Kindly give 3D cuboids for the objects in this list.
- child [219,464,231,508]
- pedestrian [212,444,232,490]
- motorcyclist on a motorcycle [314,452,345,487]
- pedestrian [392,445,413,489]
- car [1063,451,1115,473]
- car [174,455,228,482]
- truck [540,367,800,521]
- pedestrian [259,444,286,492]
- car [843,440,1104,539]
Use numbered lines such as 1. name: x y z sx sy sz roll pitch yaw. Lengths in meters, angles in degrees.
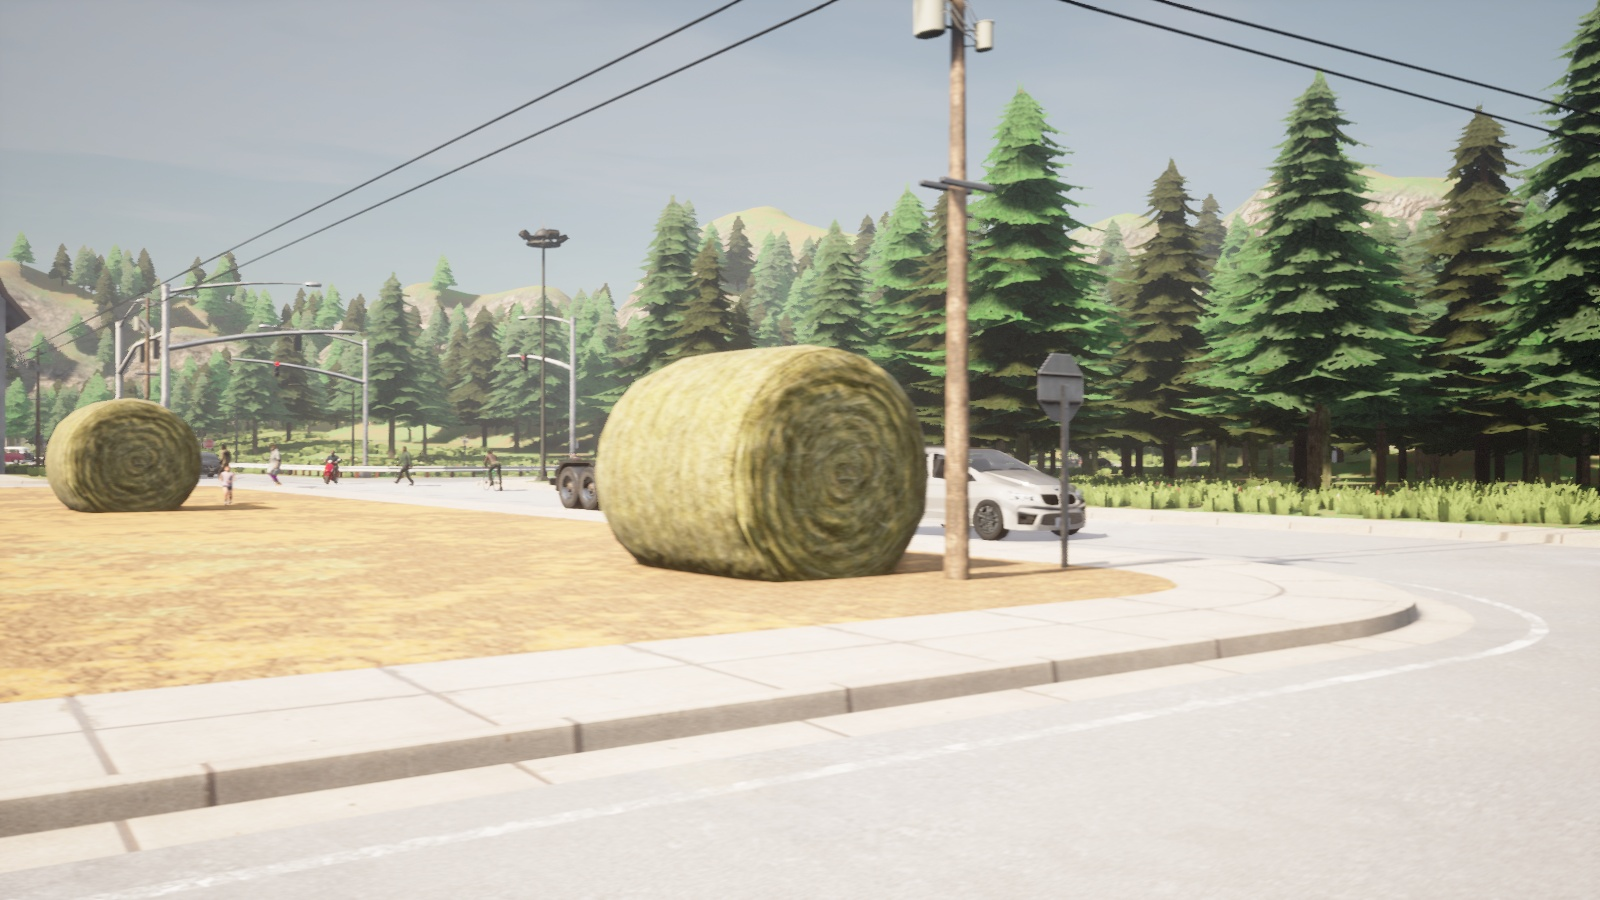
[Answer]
1. child: -14.628 0.902 31.943 0.255 1.110 0.394 0 0 -27
2. pedestrian: -24.490 0.726 53.241 0.692 1.930 0.396 0 0 18
3. motorcyclist on a motorcycle: -21.871 0.901 58.350 0.866 1.590 1.817 2 0 -6
4. pedestrian: -17.647 0.741 55.750 0.788 1.949 0.423 0 0 -36
5. car: 21.443 0.884 93.211 3.705 1.549 1.789 0 0 -36
6. car: -34.655 1.030 72.616 1.837 1.490 4.892 0 0 -38
7. truck: -3.578 -0.121 32.298 2.891 3.462 7.936 0 0 -38
8. pedestrian: -22.067 0.744 52.542 0.873 1.952 0.659 0 0 -38
9. car: 3.138 0.668 23.589 2.242 1.667 4.611 0 0 -37
